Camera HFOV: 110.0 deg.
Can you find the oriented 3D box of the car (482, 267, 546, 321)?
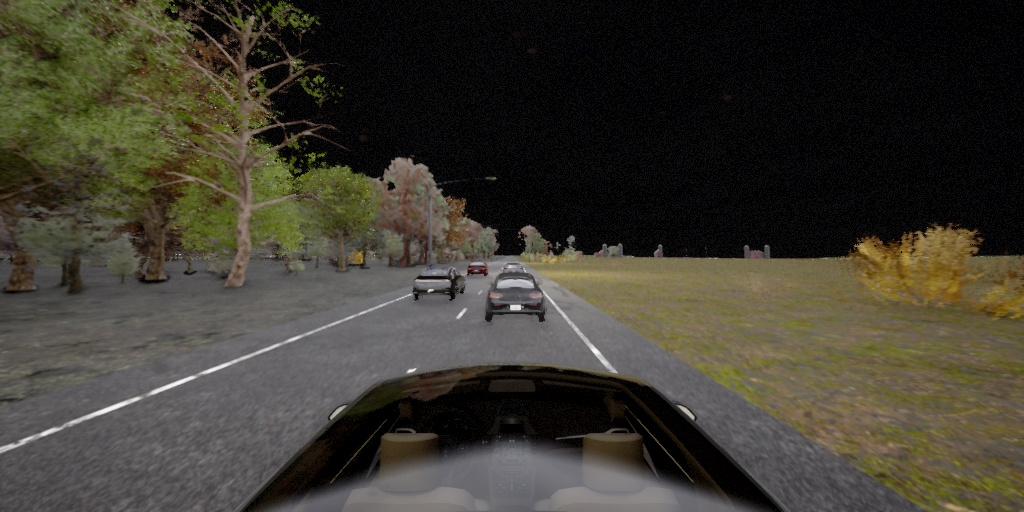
[{"bbox_3d":[0.103,1.279,12.347,1.812,1.442,4.674,0,0,0],"label":"car"}]

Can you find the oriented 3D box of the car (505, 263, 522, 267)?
[{"bbox_3d":[0.108,1.308,30.359,2.033,1.411,5.357,0,0,0],"label":"car"}]

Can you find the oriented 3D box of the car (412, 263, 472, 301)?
[{"bbox_3d":[-3.395,1.247,17.378,2.128,1.511,4.902,0,0,0],"label":"car"}]

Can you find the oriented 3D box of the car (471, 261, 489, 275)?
[{"bbox_3d":[-3.392,1.241,36.438,1.882,1.535,5.008,0,0,0],"label":"car"}]
